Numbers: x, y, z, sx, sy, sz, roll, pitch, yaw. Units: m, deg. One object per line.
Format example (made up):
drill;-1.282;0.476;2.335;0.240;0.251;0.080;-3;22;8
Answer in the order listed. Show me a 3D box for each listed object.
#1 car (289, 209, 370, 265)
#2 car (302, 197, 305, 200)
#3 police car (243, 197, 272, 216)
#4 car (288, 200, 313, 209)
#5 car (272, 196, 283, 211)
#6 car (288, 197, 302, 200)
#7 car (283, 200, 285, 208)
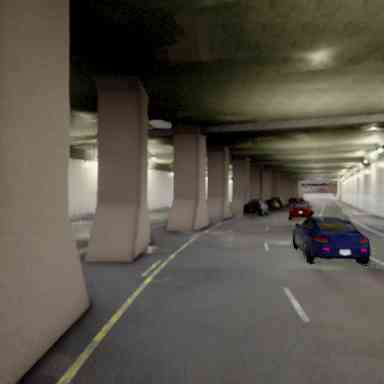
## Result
car;4.763;1.574;11.848;1.812;1.442;4.674;0;0;9
car;26.257;1.862;80.633;1.895;1.301;4.718;0;0;22
police car;6.705;1.532;34.763;1.930;1.638;5.238;0;0;22
car;9.843;1.674;29.821;1.994;1.385;4.181;0;0;21
car;10.397;1.669;43.938;1.812;1.442;4.674;0;0;22
car;20.616;1.609;67.220;1.994;1.385;4.181;0;0;22
car;12.625;1.517;49.477;2.097;1.767;4.553;0;0;22
